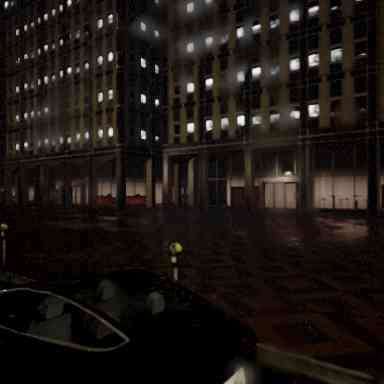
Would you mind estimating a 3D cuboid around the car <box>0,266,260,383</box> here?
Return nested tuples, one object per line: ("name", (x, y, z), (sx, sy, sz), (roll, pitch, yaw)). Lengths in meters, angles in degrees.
("car", (-1.355, 1.566, 3.842), (4.313, 1.339, 1.947), (0, 0, 35))
